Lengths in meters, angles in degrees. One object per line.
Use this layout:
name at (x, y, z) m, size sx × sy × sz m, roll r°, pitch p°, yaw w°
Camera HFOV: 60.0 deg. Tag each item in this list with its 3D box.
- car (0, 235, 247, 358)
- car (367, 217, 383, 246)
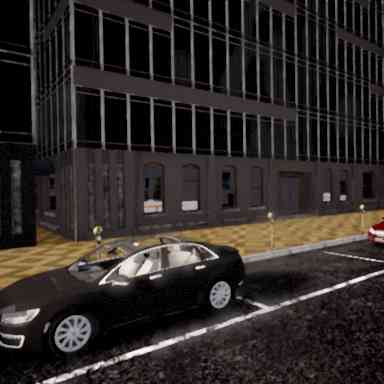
car at (-0.979, 1.501, 5.863) m, size 4.403 × 1.369 × 2.008 m, roll -1°, pitch 1°, yaw -36°
car at (8.282, 1.305, 12.480) m, size 4.206 × 1.307 × 1.802 m, roll -1°, pitch 1°, yaw -36°
